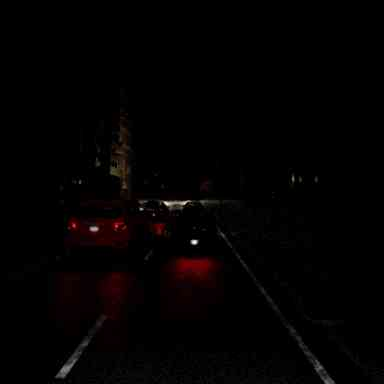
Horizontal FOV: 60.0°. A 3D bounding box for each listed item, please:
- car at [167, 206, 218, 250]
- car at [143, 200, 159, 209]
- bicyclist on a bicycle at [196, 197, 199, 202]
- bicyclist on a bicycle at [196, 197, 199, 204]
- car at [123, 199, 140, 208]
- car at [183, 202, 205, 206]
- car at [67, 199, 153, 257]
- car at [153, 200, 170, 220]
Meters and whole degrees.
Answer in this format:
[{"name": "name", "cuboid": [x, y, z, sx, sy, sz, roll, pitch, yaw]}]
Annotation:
[{"name": "car", "cuboid": [0.114, 1.585, 14.710, 1.837, 1.490, 4.892, 0, 0, 1]}, {"name": "car", "cuboid": [-6.410, 1.877, 52.435, 1.895, 1.301, 4.718, 0, 0, 1]}, {"name": "bicyclist on a bicycle", "cuboid": [1.091, 1.777, 62.077, 0.582, 1.620, 1.656, 0, -1, 0]}, {"name": "bicyclist on a bicycle", "cuboid": [1.120, 1.820, 71.078, 0.582, 1.620, 1.656, 0, -1, 0]}, {"name": "car", "cuboid": [-9.647, 1.845, 53.456, 1.994, 1.385, 4.181, 0, 0, 1]}, {"name": "car", "cuboid": [0.174, 1.645, 31.252, 1.882, 1.535, 5.008, 0, 0, 0]}, {"name": "car", "cuboid": [-3.147, 1.295, 13.490, 2.150, 2.045, 5.566, 0, 0, 1]}, {"name": "car", "cuboid": [-3.092, 1.652, 29.627, 2.128, 1.511, 4.902, 0, 0, 1]}]
